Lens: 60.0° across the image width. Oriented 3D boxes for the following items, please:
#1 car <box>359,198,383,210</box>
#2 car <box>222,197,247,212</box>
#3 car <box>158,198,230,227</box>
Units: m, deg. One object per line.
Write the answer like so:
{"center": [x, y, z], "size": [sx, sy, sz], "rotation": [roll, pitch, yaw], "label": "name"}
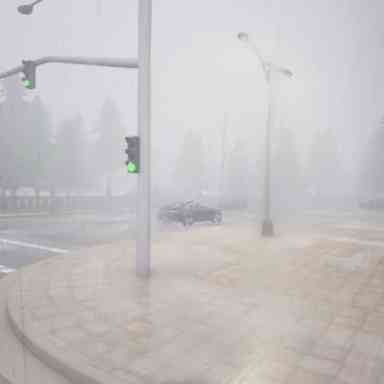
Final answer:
{"center": [22.745, 1.478, 40.732], "size": [4.181, 1.385, 1.994], "rotation": [0, 0, -5], "label": "car"}
{"center": [3.400, 1.279, 33.670], "size": [4.902, 1.511, 2.128], "rotation": [0, 0, -33], "label": "car"}
{"center": [-0.003, 1.321, 21.151], "size": [2.128, 1.511, 4.902], "rotation": [0, 0, 39], "label": "car"}
